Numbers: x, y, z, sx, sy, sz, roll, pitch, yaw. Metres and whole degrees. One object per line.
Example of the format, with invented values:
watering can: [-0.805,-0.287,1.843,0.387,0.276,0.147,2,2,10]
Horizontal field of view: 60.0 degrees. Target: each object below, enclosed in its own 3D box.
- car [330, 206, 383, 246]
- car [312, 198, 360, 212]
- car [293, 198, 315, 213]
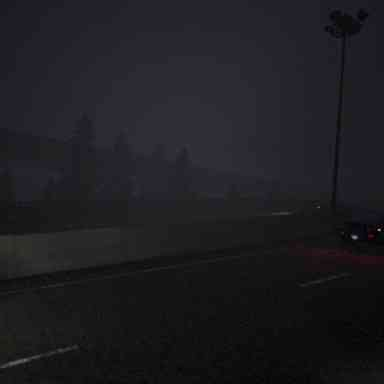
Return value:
car: [7.924,1.472,13.701,4.674,1.442,1.812,0,0,-36]
car: [13.685,1.492,30.956,4.718,1.301,1.895,0,0,-35]
car: [12.550,1.392,34.441,4.892,1.490,1.837,0,0,-35]
